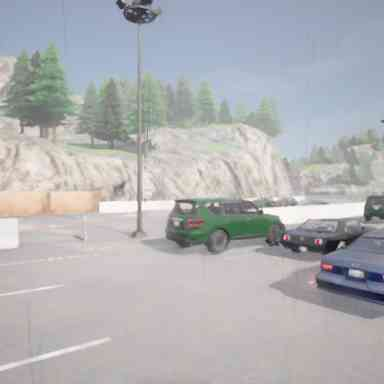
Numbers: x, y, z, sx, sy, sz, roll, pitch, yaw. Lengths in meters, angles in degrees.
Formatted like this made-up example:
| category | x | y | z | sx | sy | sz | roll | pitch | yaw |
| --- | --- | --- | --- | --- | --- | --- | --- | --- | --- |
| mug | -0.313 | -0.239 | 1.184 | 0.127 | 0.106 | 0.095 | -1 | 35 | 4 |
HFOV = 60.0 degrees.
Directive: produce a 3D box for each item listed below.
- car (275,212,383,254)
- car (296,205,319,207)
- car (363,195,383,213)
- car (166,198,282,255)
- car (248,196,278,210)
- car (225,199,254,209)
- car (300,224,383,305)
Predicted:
| category | x | y | z | sx | sy | sz | roll | pitch | yaw |
| --- | --- | --- | --- | --- | --- | --- | --- | --- | --- |
| car | 5.479 | 1.635 | 12.592 | 4.718 | 1.301 | 1.895 | 0 | 0 | -39 |
| car | 15.505 | 1.659 | 41.695 | 2.033 | 1.411 | 5.357 | 0 | 0 | 42 |
| car | 15.410 | 1.289 | 26.188 | 5.566 | 2.045 | 2.150 | 0 | 0 | -44 |
| car | 1.526 | 1.258 | 13.889 | 5.566 | 2.045 | 2.150 | 0 | 0 | -39 |
| car | 9.860 | 1.475 | 45.923 | 2.097 | 1.767 | 4.553 | 0 | 0 | 42 |
| car | 6.877 | 1.693 | 47.843 | 1.994 | 1.385 | 4.181 | 0 | 0 | 42 |
| car | 5.035 | 1.569 | 7.750 | 5.357 | 1.411 | 2.033 | 0 | 0 | -38 |
